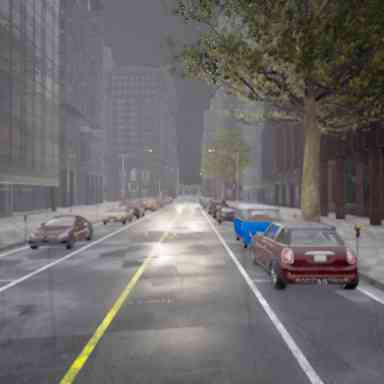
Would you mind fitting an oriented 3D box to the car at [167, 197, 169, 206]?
[{"bbox_3d":[-5.752,2.058,60.080,1.887,1.381,4.507,0,-1,0],"label":"car"}]

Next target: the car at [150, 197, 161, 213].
[{"bbox_3d":[-5.729,1.669,43.167,2.192,1.841,5.009,0,-1,0],"label":"car"}]

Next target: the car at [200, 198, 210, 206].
[{"bbox_3d":[2.757,2.066,71.366,1.967,1.590,4.097,0,-1,0],"label":"car"}]

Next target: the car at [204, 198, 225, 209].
[{"bbox_3d":[2.804,1.616,37.531,2.192,1.841,5.009,0,-1,0],"label":"car"}]

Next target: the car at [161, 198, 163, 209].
[{"bbox_3d":[-5.736,1.972,48.803,1.947,1.339,4.313,0,-1,0],"label":"car"}]

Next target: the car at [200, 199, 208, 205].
[{"bbox_3d":[2.749,2.268,77.003,1.802,1.307,4.206,0,-1,0],"label":"car"}]

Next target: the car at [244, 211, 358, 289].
[{"bbox_3d":[2.845,1.509,9.333,1.967,1.590,4.097,0,0,0],"label":"car"}]

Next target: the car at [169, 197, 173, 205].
[{"bbox_3d":[-5.768,2.192,71.357,1.947,1.339,4.313,0,-1,0],"label":"car"}]

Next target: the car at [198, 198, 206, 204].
[{"bbox_3d":[2.733,2.375,88.282,1.947,1.339,4.313,0,-1,0],"label":"car"}]

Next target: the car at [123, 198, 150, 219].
[{"bbox_3d":[-5.714,1.564,31.889,2.192,1.841,5.009,0,-1,0],"label":"car"}]

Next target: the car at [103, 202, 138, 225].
[{"bbox_3d":[-5.705,1.722,26.079,1.752,1.417,4.829,0,0,0],"label":"car"}]

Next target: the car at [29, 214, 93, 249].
[{"bbox_3d":[-5.689,1.692,14.972,1.802,1.307,4.206,0,0,0],"label":"car"}]

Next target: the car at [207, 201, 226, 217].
[{"bbox_3d":[2.812,1.814,31.888,1.947,1.339,4.313,0,-1,0],"label":"car"}]

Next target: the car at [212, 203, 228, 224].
[{"bbox_3d":[2.820,1.780,26.251,1.802,1.307,4.206,0,-1,0],"label":"car"}]

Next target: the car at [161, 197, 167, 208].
[{"bbox_3d":[-5.745,1.775,54.443,2.192,1.841,5.009,0,-1,0],"label":"car"}]

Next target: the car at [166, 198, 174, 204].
[{"bbox_3d":[-5.792,2.391,88.272,1.802,1.307,4.206,0,-1,0],"label":"car"}]

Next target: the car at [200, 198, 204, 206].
[{"bbox_3d":[2.781,2.025,54.446,1.947,1.339,4.313,0,-1,0],"label":"car"}]

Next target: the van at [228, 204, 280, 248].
[{"bbox_3d":[2.837,1.451,14.973,1.690,1.788,3.998,0,0,0],"label":"van"}]

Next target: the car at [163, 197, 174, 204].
[{"bbox_3d":[-5.785,2.061,82.635,2.192,1.841,5.009,0,-1,0],"label":"car"}]

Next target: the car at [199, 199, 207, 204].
[{"bbox_3d":[2.741,2.312,82.642,1.947,1.339,4.313,0,-1,0],"label":"car"}]
